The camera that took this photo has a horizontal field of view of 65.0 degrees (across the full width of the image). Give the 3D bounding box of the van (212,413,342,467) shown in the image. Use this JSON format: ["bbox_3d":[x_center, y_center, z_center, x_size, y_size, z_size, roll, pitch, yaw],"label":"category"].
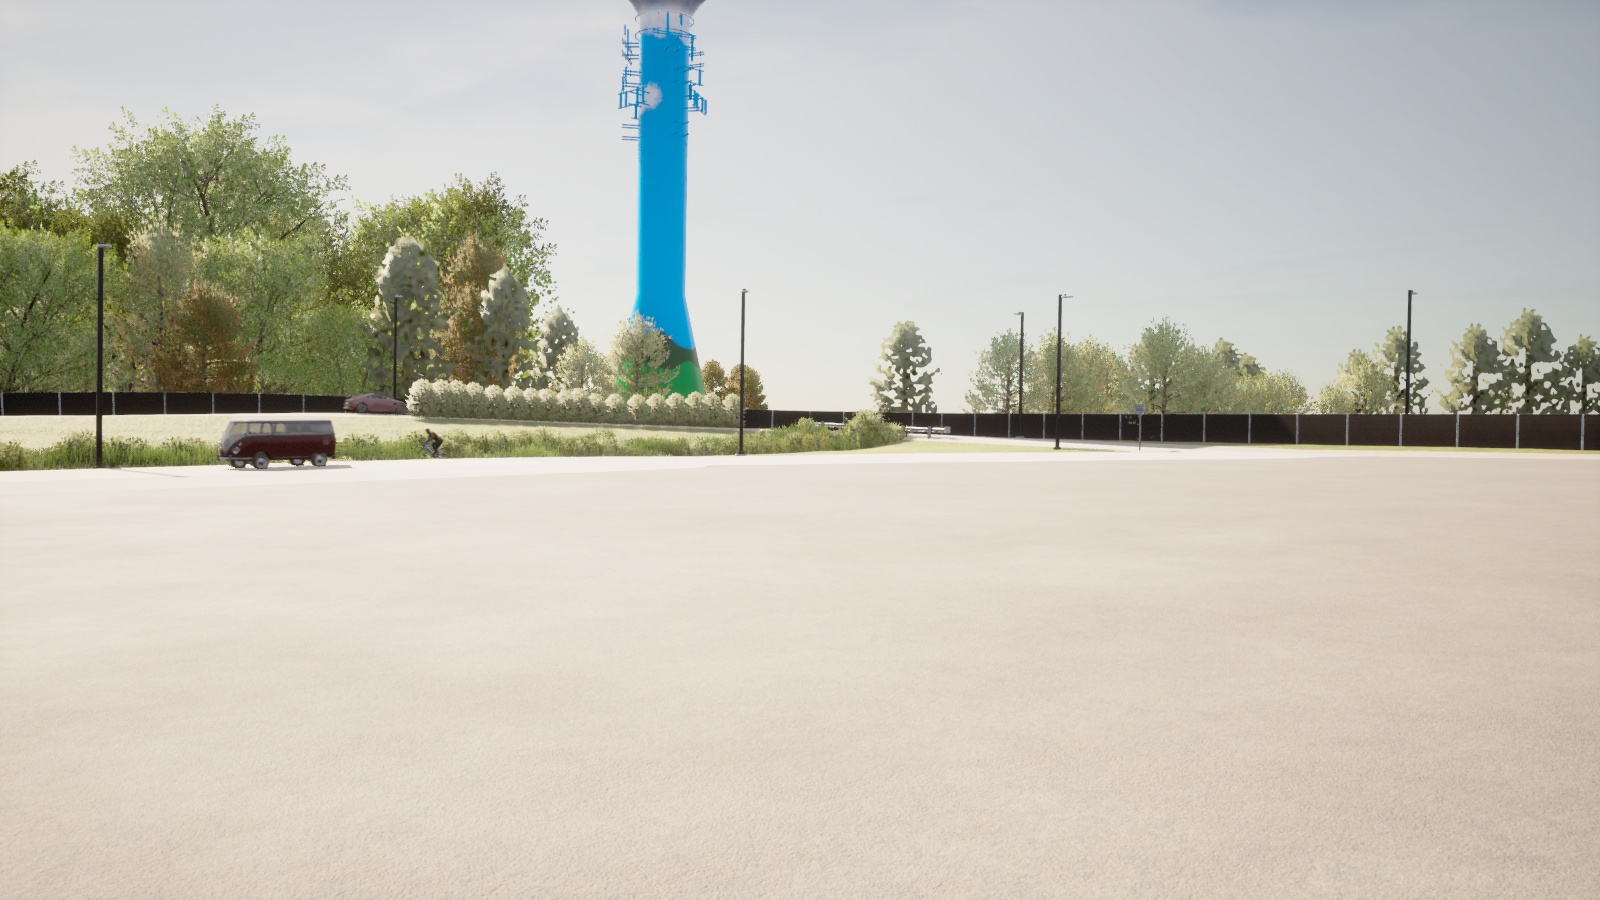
[{"bbox_3d":[-20.418,-0.446,49.156,1.775,1.987,4.442,2,2,34],"label":"van"}]

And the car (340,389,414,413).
[{"bbox_3d":[-28.232,-3.279,83.940,4.181,1.385,1.994,2,0,-42],"label":"car"}]
